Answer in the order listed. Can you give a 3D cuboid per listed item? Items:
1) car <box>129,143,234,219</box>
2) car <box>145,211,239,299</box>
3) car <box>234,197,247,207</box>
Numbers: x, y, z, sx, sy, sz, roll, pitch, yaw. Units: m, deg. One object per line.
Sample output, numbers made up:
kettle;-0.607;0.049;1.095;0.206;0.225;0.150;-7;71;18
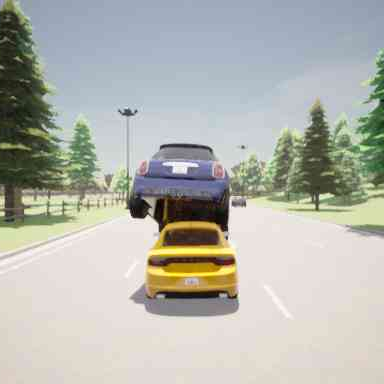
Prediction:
car;-0.030;0.103;8.844;2.097;1.767;4.553;3;-14;7
car;-0.005;1.485;8.474;1.882;1.535;5.008;-1;0;0
car;6.993;1.453;49.918;2.128;1.511;4.902;0;0;0
